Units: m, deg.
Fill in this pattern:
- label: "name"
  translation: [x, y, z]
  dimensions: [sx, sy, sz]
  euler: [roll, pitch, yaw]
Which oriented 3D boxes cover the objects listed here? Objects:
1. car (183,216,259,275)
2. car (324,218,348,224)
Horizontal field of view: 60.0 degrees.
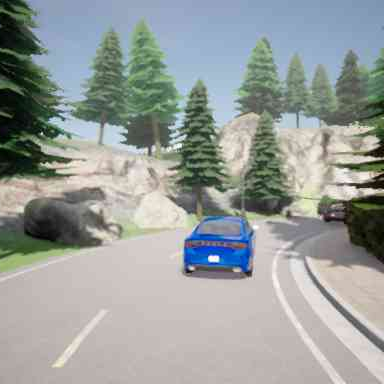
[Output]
- label: "car"
  translation: [1.081, 1.516, 10.735]
  dimensions: [1.882, 1.535, 5.008]
  euler: [0, 0, 13]
- label: "car"
  translation: [11.965, 1.652, 25.365]
  dimensions: [4.181, 1.385, 1.994]
  euler: [0, 0, -33]
